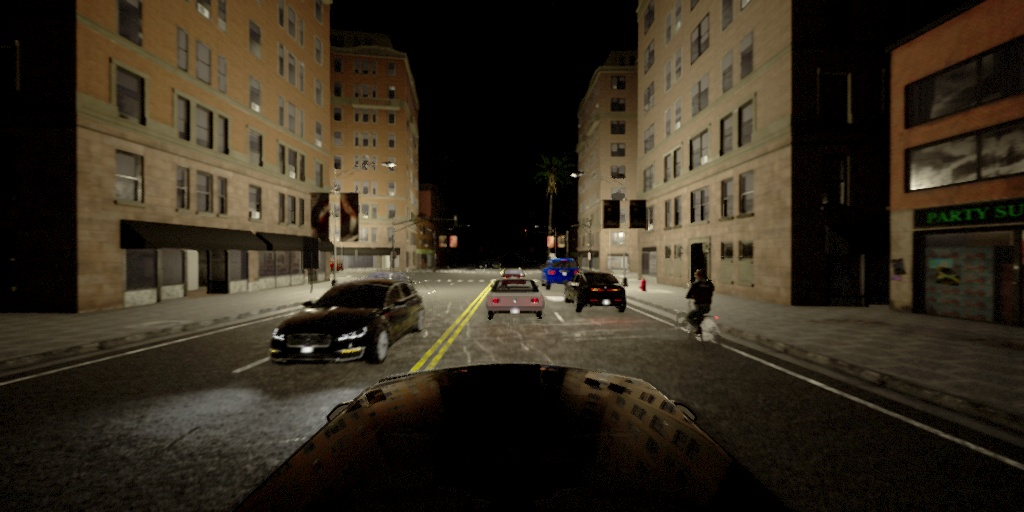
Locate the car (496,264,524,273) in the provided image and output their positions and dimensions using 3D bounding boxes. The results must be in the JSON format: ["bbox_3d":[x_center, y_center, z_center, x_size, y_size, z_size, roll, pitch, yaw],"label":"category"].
[{"bbox_3d":[0.102,1.549,25.862,2.033,1.411,5.357,0,-1,0],"label":"car"}]

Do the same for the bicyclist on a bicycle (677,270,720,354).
[{"bbox_3d":[4.144,1.186,8.097,0.659,1.776,1.843,0,0,0],"label":"bicyclist on a bicycle"}]

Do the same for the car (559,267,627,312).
[{"bbox_3d":[3.305,1.392,14.948,1.837,1.490,4.892,0,-1,0],"label":"car"}]

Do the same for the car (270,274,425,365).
[{"bbox_3d":[-3.349,1.324,8.296,1.837,1.490,4.892,0,-1,0],"label":"car"}]

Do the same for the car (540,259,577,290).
[{"bbox_3d":[3.251,1.213,24.859,2.150,2.045,5.566,0,-1,0],"label":"car"}]

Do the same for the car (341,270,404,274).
[{"bbox_3d":[-6.587,1.474,18.629,2.033,1.411,5.357,0,-1,0],"label":"car"}]

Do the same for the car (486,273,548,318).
[{"bbox_3d":[0.101,1.473,13.536,1.895,1.301,4.718,0,-1,0],"label":"car"}]

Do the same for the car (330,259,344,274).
[{"bbox_3d":[-23.891,1.297,45.229,5.009,1.841,2.192,0,0,-9],"label":"car"}]
